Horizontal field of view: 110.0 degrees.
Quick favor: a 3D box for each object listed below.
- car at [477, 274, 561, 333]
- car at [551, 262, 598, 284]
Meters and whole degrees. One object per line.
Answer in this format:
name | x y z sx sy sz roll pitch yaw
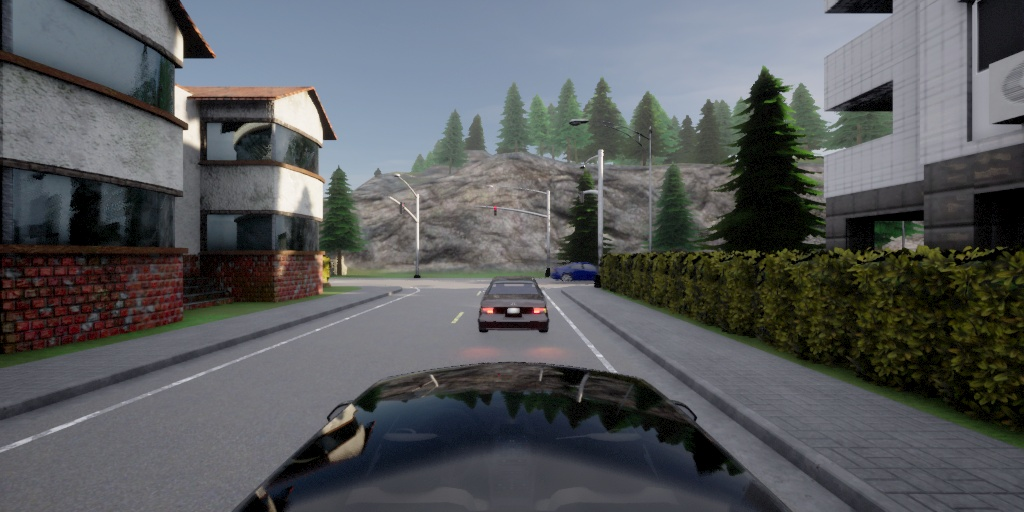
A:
car | 0.052 1.297 10.728 2.033 1.411 5.357 0 0 0
car | 5.401 1.227 26.640 5.008 1.535 1.882 0 0 1
